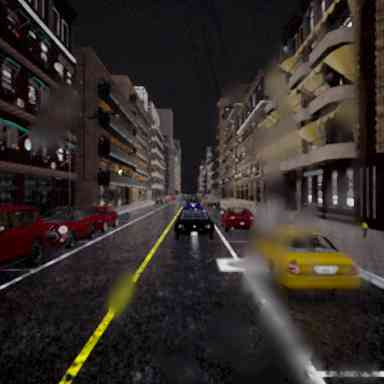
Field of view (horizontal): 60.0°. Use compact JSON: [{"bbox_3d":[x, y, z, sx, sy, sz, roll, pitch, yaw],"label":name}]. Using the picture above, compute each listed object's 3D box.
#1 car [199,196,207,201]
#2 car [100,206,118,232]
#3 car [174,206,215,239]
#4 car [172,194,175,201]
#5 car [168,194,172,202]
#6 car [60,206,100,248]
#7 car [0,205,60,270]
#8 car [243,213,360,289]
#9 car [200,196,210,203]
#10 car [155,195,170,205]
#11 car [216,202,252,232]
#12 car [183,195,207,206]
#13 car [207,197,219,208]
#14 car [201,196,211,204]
[{"bbox_3d":[2.767,1.625,82.104,1.802,1.307,4.206,0,0,0],"label":"car"},{"bbox_3d":[-5.671,1.557,20.118,1.887,1.381,4.507,0,0,0],"label":"car"},{"bbox_3d":[0.115,1.612,17.424,1.895,1.301,4.718,0,0,0],"label":"car"},{"bbox_3d":[-5.619,1.585,76.479,1.887,1.381,4.507,0,0,0],"label":"car"},{"bbox_3d":[-5.630,1.587,65.207,2.008,1.369,4.403,0,0,0],"label":"car"},{"bbox_3d":[-5.676,1.449,14.480,1.967,1.590,4.097,0,0,0],"label":"car"},{"bbox_3d":[-5.680,1.321,8.845,2.192,1.841,5.009,0,0,0],"label":"car"},{"bbox_3d":[2.700,1.531,9.003,1.752,1.417,4.829,0,0,0],"label":"car"},{"bbox_3d":[2.756,1.604,70.831,1.947,1.339,4.313,0,0,0],"label":"car"},{"bbox_3d":[-5.634,1.584,59.570,2.008,1.369,4.403,0,0,0],"label":"car"},{"bbox_3d":[2.710,1.557,20.105,1.887,1.381,4.507,0,0,0],"label":"car"},{"bbox_3d":[0.132,1.373,34.837,2.097,1.767,4.553,0,0,0],"label":"car"},{"bbox_3d":[2.731,1.576,42.650,2.008,1.369,4.403,0,0,0],"label":"car"},{"bbox_3d":[2.752,1.561,65.365,1.752,1.417,4.829,0,0,0],"label":"car"}]
